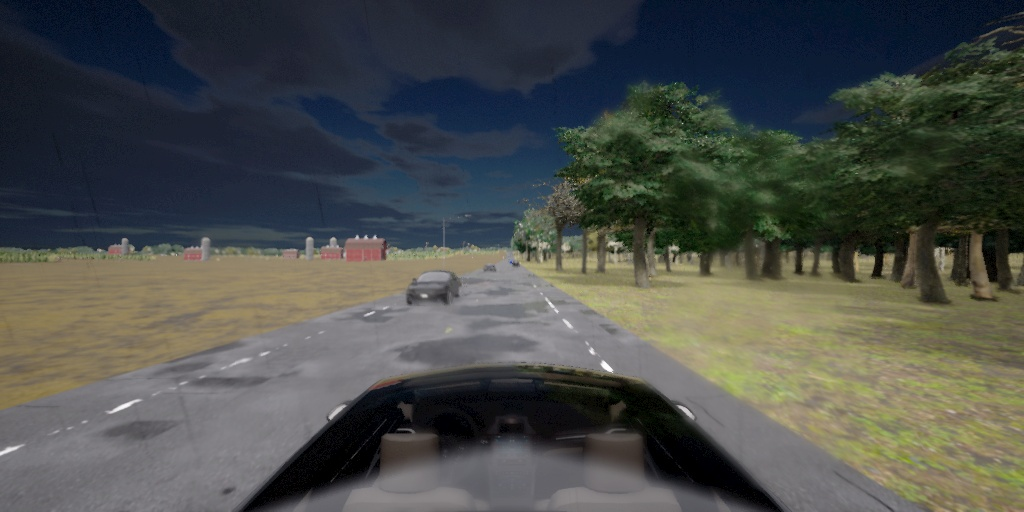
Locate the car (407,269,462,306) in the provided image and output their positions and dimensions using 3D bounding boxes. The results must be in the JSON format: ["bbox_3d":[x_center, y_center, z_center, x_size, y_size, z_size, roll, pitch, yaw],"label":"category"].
[{"bbox_3d":[-3.606,1.415,17.336,1.882,1.535,5.008,0,-1,0],"label":"car"}]

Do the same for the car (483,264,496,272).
[{"bbox_3d":[-3.572,1.908,57.969,1.994,1.385,4.181,0,0,0],"label":"car"}]
